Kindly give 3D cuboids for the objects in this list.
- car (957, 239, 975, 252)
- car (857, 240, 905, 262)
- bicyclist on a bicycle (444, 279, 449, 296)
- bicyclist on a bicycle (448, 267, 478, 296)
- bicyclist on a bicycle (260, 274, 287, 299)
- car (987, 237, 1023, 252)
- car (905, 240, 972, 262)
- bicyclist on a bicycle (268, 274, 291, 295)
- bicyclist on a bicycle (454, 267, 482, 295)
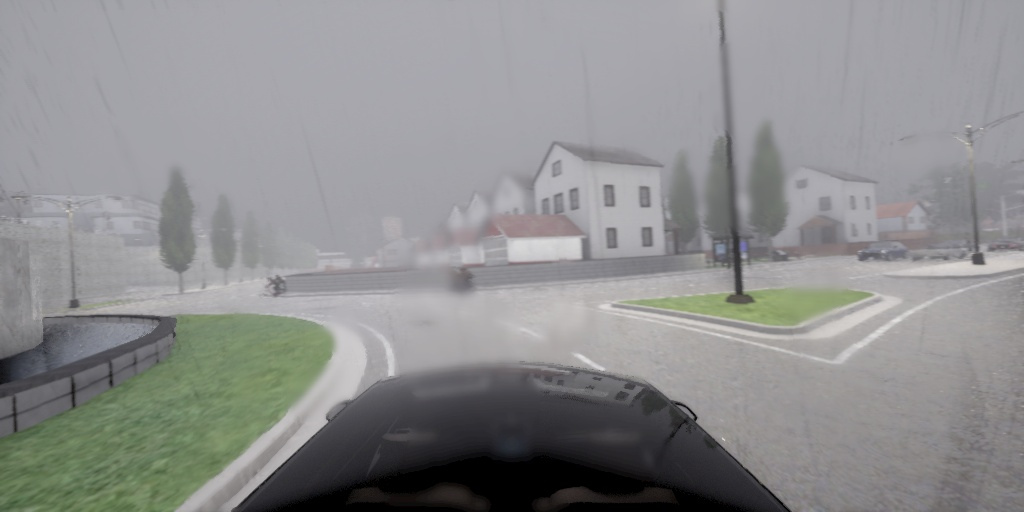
[{"bbox_3d":[47.541,-1.057,38.451,5.357,1.411,2.033,-3,0,-25],"label":"car"},{"bbox_3d":[32.583,-0.478,31.511,4.553,1.767,2.097,-3,0,-25],"label":"car"},{"bbox_3d":[-3.521,1.556,21.836,0.582,1.620,1.656,-4,-1,37],"label":"bicyclist on a bicycle"},{"bbox_3d":[-2.759,1.509,21.233,0.582,1.620,1.656,-4,-1,39],"label":"bicyclist on a bicycle"},{"bbox_3d":[-18.093,2.408,27.095,0.582,1.620,1.656,-4,0,39],"label":"bicyclist on a bicycle"},{"bbox_3d":[48.768,-1.135,35.175,4.181,1.385,1.994,-3,0,-25],"label":"car"},{"bbox_3d":[33.246,-0.293,27.957,4.718,1.301,1.895,-3,0,-25],"label":"car"},{"bbox_3d":[-19.188,2.337,29.534,1.656,1.620,0.582,-4,-1,17],"label":"bicyclist on a bicycle"},{"bbox_3d":[-2.688,1.512,22.107,0.582,1.620,1.656,-4,0,38],"label":"bicyclist on a bicycle"}]
